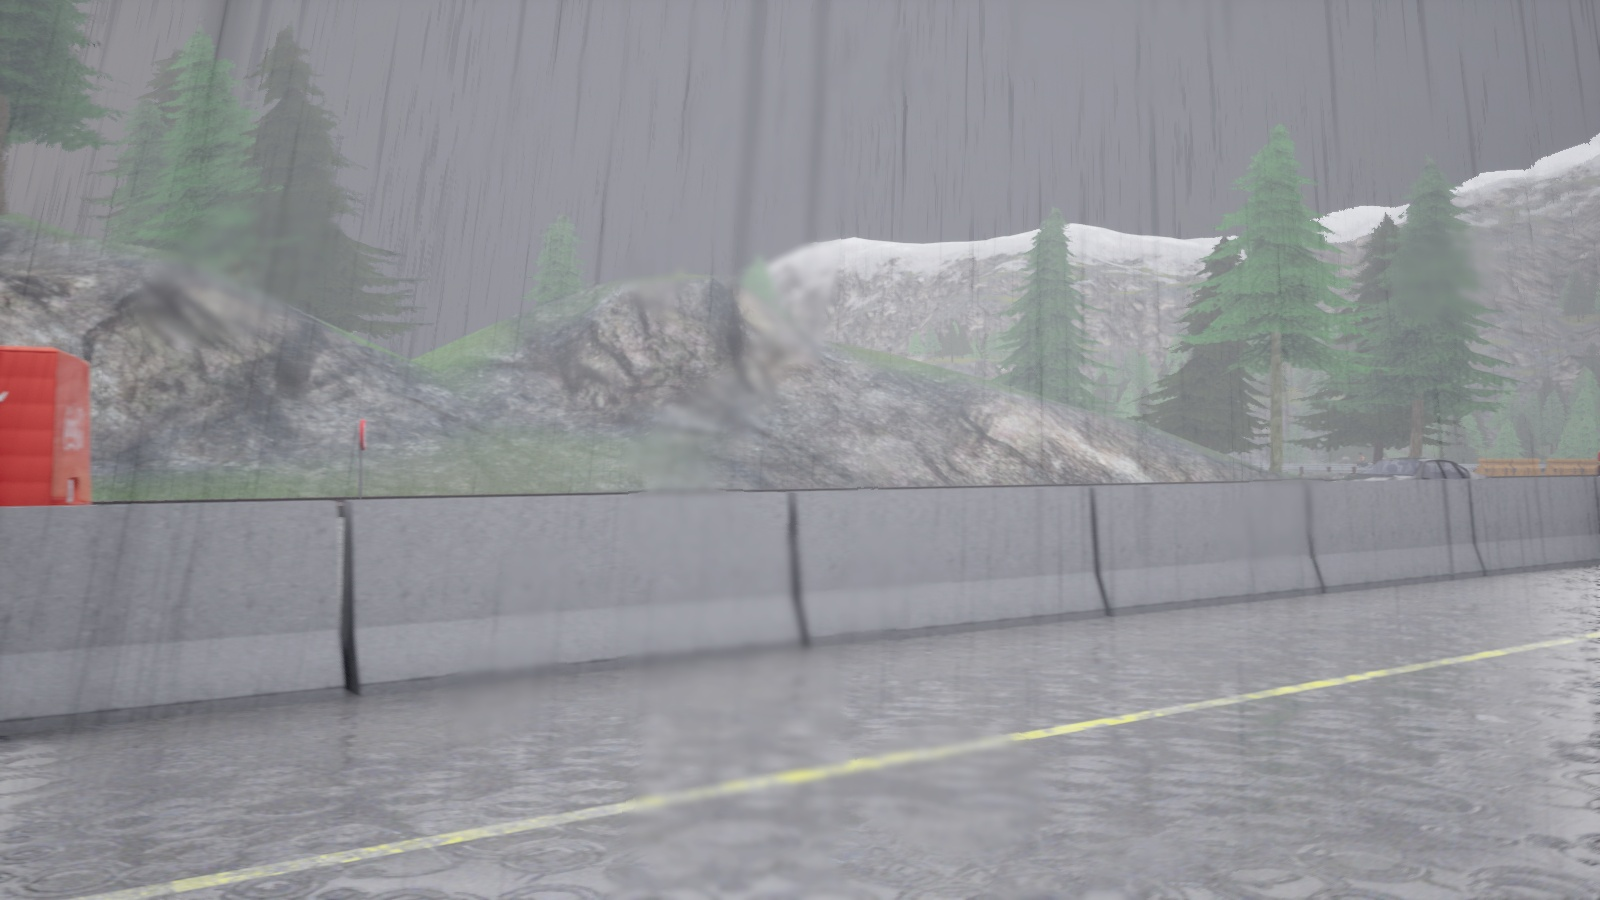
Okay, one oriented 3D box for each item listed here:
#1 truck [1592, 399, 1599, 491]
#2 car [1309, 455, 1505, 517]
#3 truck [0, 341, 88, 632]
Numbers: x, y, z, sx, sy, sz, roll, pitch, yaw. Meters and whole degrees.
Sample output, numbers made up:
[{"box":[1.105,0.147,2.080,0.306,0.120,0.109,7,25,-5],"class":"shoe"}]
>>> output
[{"box":[34.275,-0.193,47.619,7.936,3.462,2.891,0,0,-20],"class":"truck"},{"box":[15.186,0.837,31.291,5.357,1.411,2.033,0,0,-35],"class":"car"},{"box":[-9.422,0.308,11.022,5.204,2.467,2.627,0,0,-22],"class":"truck"}]
